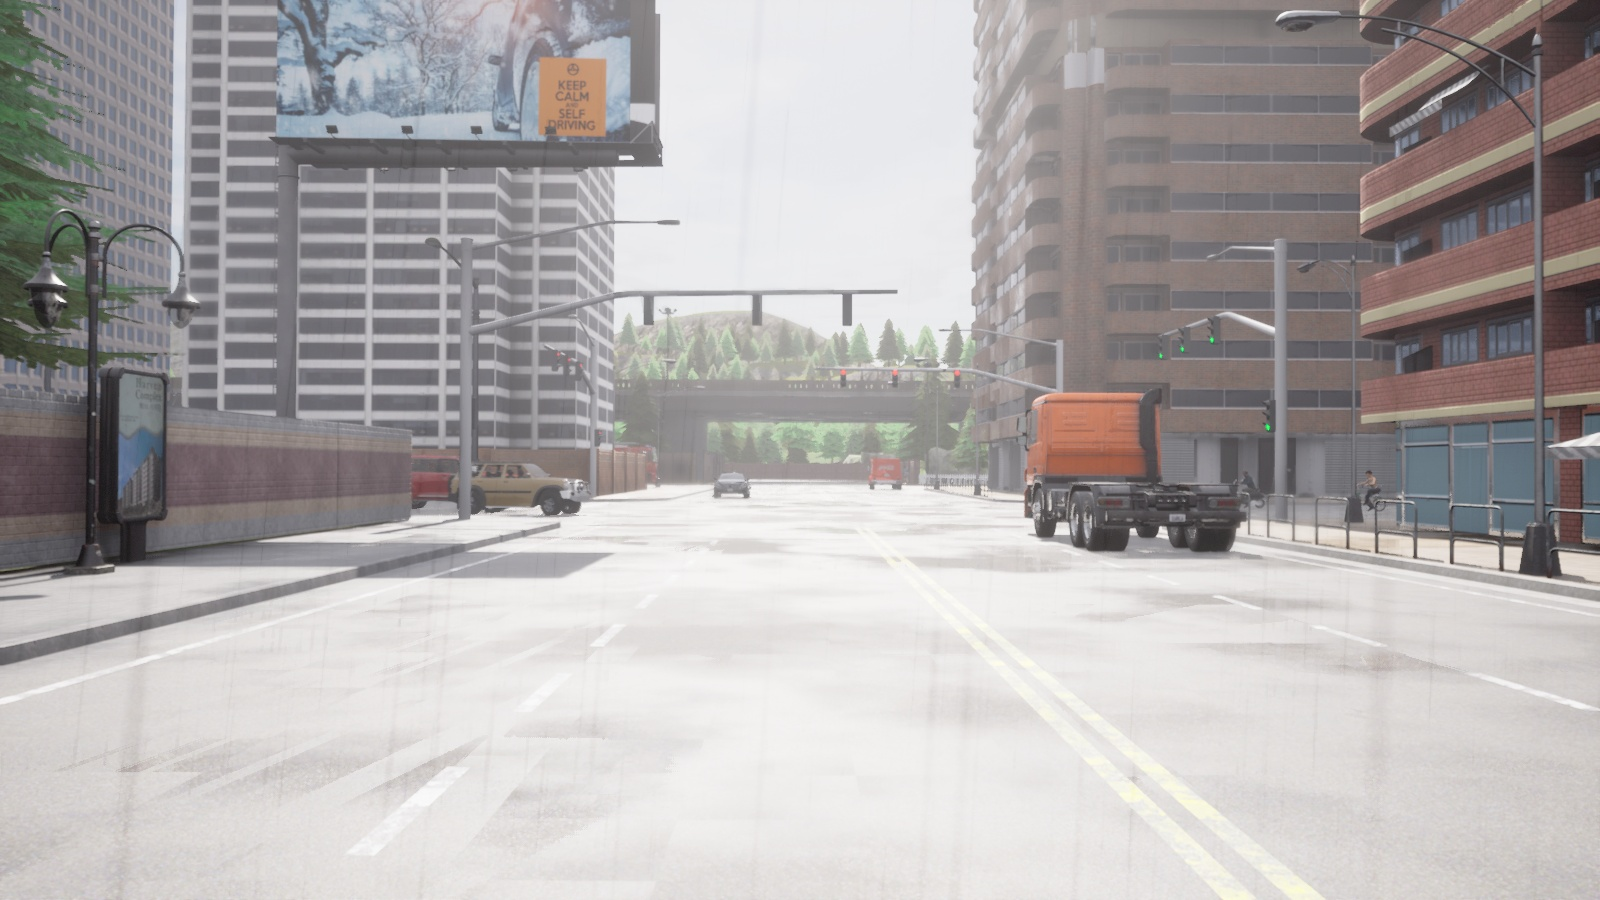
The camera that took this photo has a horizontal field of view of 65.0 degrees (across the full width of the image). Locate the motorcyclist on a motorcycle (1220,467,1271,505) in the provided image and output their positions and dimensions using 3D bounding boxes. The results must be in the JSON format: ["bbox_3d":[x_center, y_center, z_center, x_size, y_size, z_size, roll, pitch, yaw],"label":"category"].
[{"bbox_3d":[18.783,1.503,52.965,1.817,1.590,0.866,0,-1,0],"label":"motorcyclist on a motorcycle"}]

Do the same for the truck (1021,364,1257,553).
[{"bbox_3d":[6.926,0.217,27.049,2.891,3.462,7.936,0,-1,0],"label":"truck"}]

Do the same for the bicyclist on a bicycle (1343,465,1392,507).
[{"bbox_3d":[22.336,1.418,49.450,1.509,1.612,0.866,0,-1,1],"label":"bicyclist on a bicycle"}]

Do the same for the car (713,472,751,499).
[{"bbox_3d":[-3.677,1.906,68.697,1.812,1.442,4.674,0,-1,0],"label":"car"}]

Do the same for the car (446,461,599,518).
[{"bbox_3d":[-9.264,1.310,41.997,4.605,1.855,1.932,0,-2,12],"label":"car"}]

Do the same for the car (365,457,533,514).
[{"bbox_3d":[-12.793,1.289,46.071,5.566,2.045,2.150,0,-1,0],"label":"car"}]
